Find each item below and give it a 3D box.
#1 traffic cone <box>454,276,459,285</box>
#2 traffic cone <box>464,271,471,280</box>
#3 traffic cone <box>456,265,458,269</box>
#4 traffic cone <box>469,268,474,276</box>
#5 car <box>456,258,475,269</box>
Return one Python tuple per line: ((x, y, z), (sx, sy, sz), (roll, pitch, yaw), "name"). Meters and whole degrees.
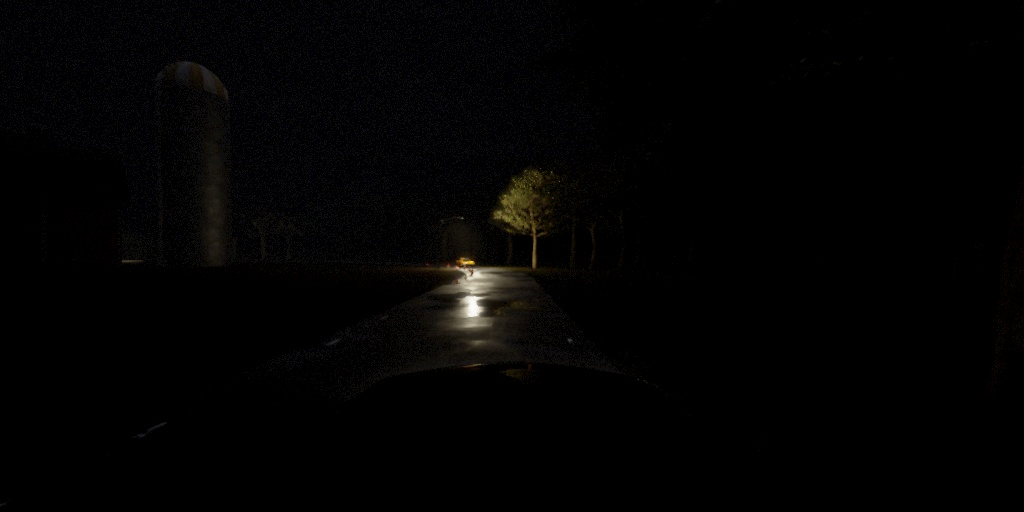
((-3.853, 1.697, 25.062), (0.340, 0.580, 0.340), (0, 0, 0), "traffic cone")
((-3.853, 1.695, 30.063), (0.340, 0.580, 0.340), (0, 0, 0), "traffic cone")
((-8.161, 1.601, 53.489), (0.340, 0.580, 0.340), (0, 0, -23), "traffic cone")
((-3.916, 1.693, 34.943), (0.340, 0.580, 0.340), (0, 0, -3), "traffic cone")
((-7.265, 1.097, 55.815), (1.882, 1.535, 5.008), (0, 1, -26), "car")
